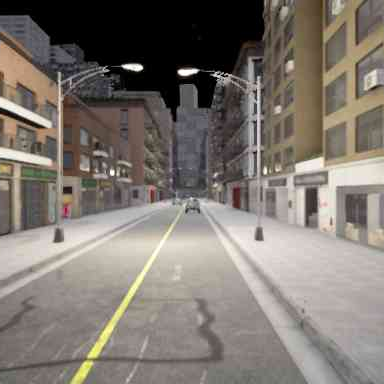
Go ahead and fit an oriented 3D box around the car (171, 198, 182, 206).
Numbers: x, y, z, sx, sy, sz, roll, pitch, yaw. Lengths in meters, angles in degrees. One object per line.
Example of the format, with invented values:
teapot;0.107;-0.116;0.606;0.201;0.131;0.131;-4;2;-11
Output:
car;-2.753;1.887;62.527;2.128;1.511;4.902;0;0;0

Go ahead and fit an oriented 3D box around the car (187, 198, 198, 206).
car;0.098;1.848;62.874;2.128;1.511;4.902;0;0;0

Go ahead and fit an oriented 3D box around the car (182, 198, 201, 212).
car;0.098;1.785;41.935;2.033;1.411;5.357;0;0;0
